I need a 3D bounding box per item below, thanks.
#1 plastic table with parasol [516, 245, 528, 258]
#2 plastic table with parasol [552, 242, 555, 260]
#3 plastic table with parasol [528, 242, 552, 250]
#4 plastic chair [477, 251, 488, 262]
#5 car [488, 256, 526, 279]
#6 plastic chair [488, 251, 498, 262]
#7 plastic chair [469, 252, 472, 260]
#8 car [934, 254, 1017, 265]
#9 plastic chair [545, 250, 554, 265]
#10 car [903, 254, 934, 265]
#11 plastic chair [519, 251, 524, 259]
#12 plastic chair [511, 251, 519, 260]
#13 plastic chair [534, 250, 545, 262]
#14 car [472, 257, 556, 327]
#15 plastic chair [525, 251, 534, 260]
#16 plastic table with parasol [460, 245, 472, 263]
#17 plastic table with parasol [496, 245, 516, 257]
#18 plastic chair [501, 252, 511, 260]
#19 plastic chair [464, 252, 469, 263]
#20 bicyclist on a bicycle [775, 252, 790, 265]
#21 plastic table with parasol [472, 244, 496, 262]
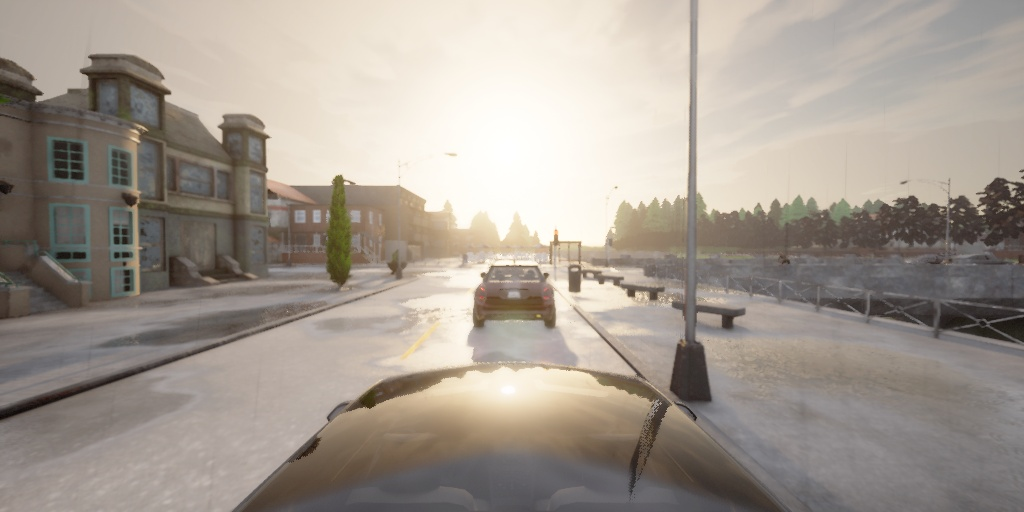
[{"bbox_3d":[1.486,-0.764,65.322,2.482,2.480,2.482,0,0,0],"label":"plastic table with parasol"},{"bbox_3d":[5.282,-0.611,58.594,2.482,2.480,2.482,0,0,0],"label":"plastic table with parasol"},{"bbox_3d":[3.828,-0.416,49.974,2.482,2.480,2.482,0,0,0],"label":"plastic table with parasol"},{"bbox_3d":[-4.114,0.195,49.544,0.750,1.272,0.730,0,0,0],"label":"plastic chair"},{"bbox_3d":[-0.489,0.746,26.064,2.033,1.411,5.357,0,1,-9],"label":"car"},{"bbox_3d":[-2.709,0.171,50.637,0.730,1.272,0.750,0,0,0],"label":"plastic chair"},{"bbox_3d":[-5.308,0.165,50.850,0.730,1.272,0.750,0,0,0],"label":"plastic chair"},{"bbox_3d":[39.848,0.612,30.610,4.892,1.490,1.837,0,1,0],"label":"car"},{"bbox_3d":[5.087,0.192,49.797,0.730,1.272,0.750,0,0,0],"label":"plastic chair"},{"bbox_3d":[40.861,0.506,34.678,4.902,1.511,2.128,0,1,1],"label":"car"},{"bbox_3d":[1.364,-0.134,64.144,0.750,1.272,0.730,0,0,0],"label":"plastic chair"},{"bbox_3d":[0.427,0.014,57.619,0.730,1.272,0.750,0,0,0],"label":"plastic chair"},{"bbox_3d":[3.681,0.216,48.705,0.750,1.272,0.730,0,0,0],"label":"plastic chair"},{"bbox_3d":[0.086,0.897,10.773,2.097,1.767,4.553,0,1,1],"label":"car"},{"bbox_3d":[2.488,0.187,50.010,0.730,1.272,0.750,0,0,0],"label":"plastic chair"},{"bbox_3d":[-6.844,-0.586,57.366,2.482,2.480,2.482,0,0,0],"label":"plastic table with parasol"},{"bbox_3d":[-0.922,-0.593,57.726,2.482,2.480,2.482,0,0,0],"label":"plastic table with parasol"},{"bbox_3d":[-0.979,0.038,56.527,0.750,1.272,0.730,0,0,0],"label":"plastic chair"},{"bbox_3d":[-6.777,0.044,56.188,0.750,1.272,0.730,0,0,0],"label":"plastic chair"},{"bbox_3d":[19.939,0.544,26.414,0.582,1.620,1.656,0,1,0],"label":"bicyclist on a bicycle"},{"bbox_3d":[-3.988,-0.436,50.763,2.482,2.480,2.482,0,0,0],"label":"plastic table with parasol"}]
